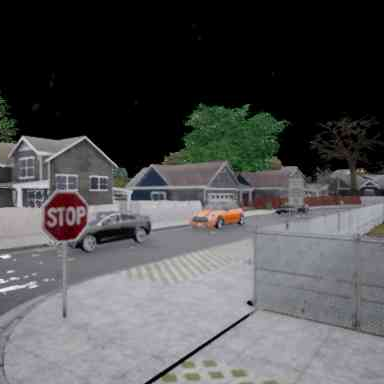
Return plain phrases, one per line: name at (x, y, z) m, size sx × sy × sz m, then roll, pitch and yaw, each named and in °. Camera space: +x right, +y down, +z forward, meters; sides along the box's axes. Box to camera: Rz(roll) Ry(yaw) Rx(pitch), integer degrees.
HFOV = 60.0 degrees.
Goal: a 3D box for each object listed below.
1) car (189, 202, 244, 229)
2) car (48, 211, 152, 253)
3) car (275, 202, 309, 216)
car at (1.776, 1.490, 22.766) m, size 2.097 × 1.767 × 4.553 m, roll -1°, pitch 0°, yaw 35°
car at (-3.906, 1.633, 14.838) m, size 2.128 × 1.511 × 4.902 m, roll -1°, pitch 0°, yaw 35°
car at (10.549, 1.677, 34.706) m, size 2.033 × 1.411 × 5.357 m, roll -1°, pitch 0°, yaw 39°
